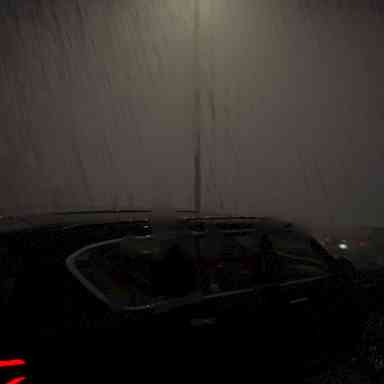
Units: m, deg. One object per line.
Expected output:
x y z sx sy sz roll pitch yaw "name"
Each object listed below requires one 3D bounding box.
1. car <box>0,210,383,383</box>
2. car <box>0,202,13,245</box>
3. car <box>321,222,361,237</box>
0.336 1.254 3.986 5.566 2.045 2.150 1 -1 -35 "car"
-10.212 1.352 13.904 4.553 1.767 2.097 1 0 -35 "car"
16.845 4.203 37.474 4.718 1.301 1.895 8 -4 -35 "car"
